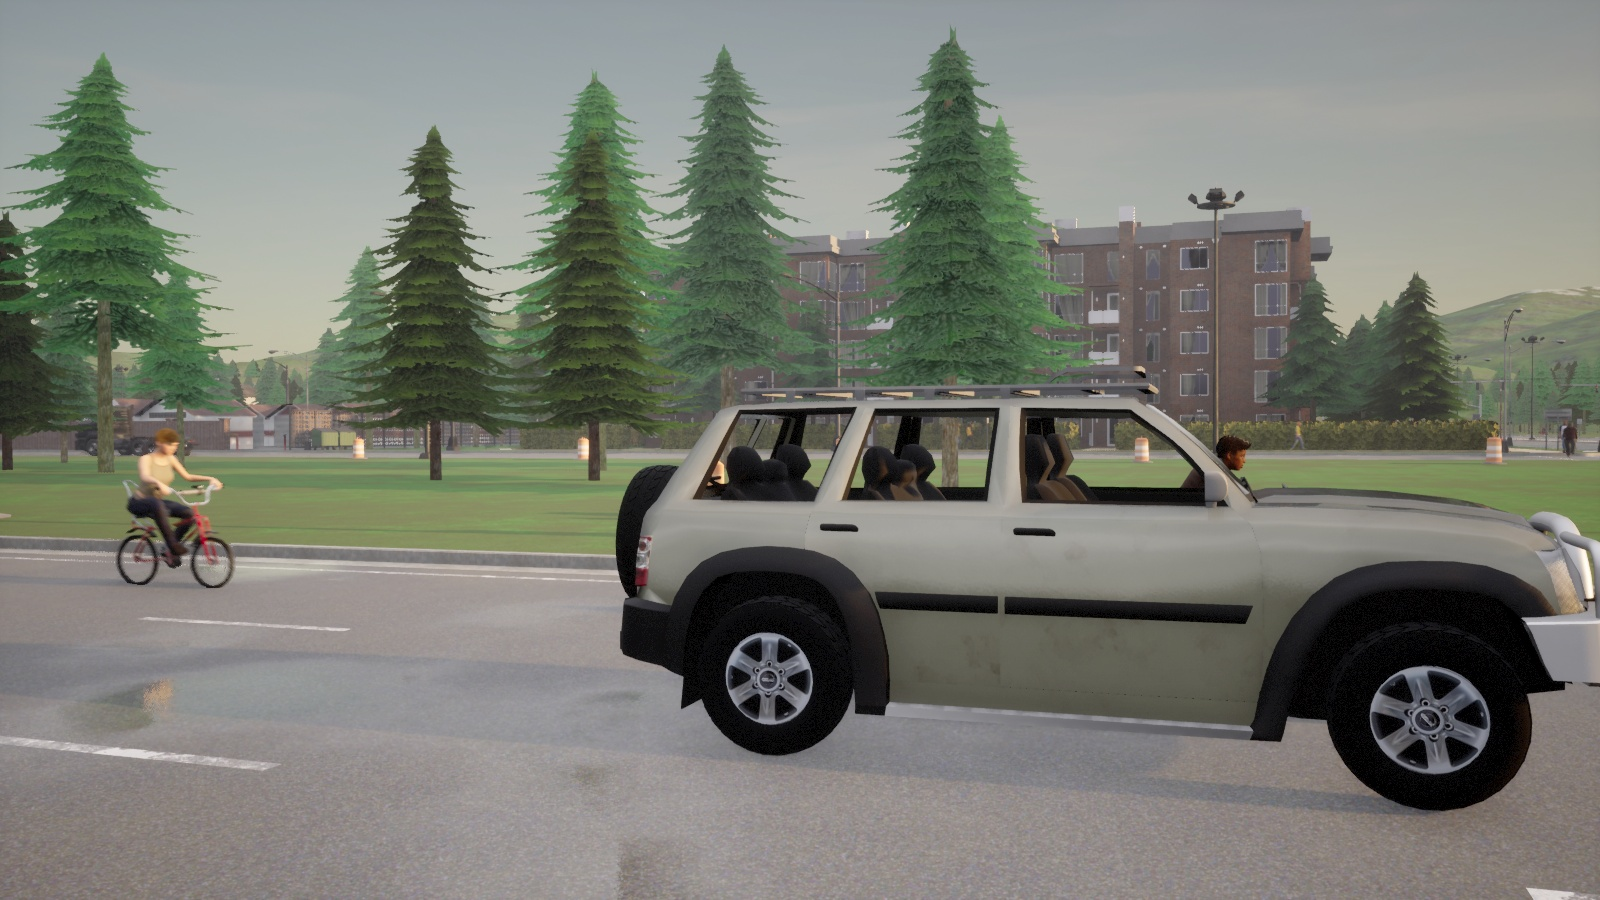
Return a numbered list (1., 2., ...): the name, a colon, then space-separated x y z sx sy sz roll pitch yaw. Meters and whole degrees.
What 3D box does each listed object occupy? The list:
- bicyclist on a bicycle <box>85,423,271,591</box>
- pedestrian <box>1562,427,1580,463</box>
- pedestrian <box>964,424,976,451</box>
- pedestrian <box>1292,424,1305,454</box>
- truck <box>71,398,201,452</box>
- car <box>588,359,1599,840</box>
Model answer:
1. bicyclist on a bicycle: -6.266 0.537 12.681 1.509 1.612 0.866 1 1 18
2. pedestrian: 39.727 -0.268 64.729 0.634 1.844 0.899 1 1 23
3. pedestrian: 11.262 -0.835 83.252 0.726 1.835 0.370 1 1 19
4. pedestrian: 30.501 -0.660 76.837 0.706 1.836 0.354 1 1 20
5. truck: -43.823 -1.648 82.925 7.936 3.462 2.891 1 1 19
6. car: 1.444 0.546 6.396 4.605 1.855 1.932 1 1 18
